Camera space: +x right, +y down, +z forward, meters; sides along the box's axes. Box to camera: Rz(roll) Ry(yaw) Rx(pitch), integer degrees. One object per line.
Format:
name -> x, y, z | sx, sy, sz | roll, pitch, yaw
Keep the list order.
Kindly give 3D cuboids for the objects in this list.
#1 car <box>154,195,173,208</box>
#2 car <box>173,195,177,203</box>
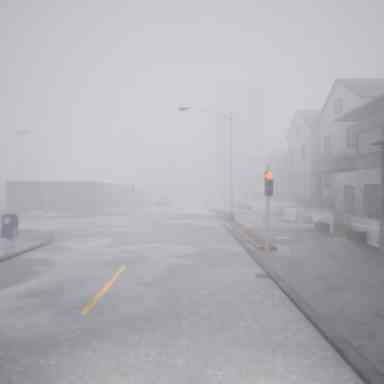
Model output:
car -> -4.071, 1.396, 46.712 | 1.812, 1.442, 4.674 | 0, 0, 0
car -> -4.004, 1.352, 63.429 | 1.812, 1.442, 4.674 | 0, 0, 0
